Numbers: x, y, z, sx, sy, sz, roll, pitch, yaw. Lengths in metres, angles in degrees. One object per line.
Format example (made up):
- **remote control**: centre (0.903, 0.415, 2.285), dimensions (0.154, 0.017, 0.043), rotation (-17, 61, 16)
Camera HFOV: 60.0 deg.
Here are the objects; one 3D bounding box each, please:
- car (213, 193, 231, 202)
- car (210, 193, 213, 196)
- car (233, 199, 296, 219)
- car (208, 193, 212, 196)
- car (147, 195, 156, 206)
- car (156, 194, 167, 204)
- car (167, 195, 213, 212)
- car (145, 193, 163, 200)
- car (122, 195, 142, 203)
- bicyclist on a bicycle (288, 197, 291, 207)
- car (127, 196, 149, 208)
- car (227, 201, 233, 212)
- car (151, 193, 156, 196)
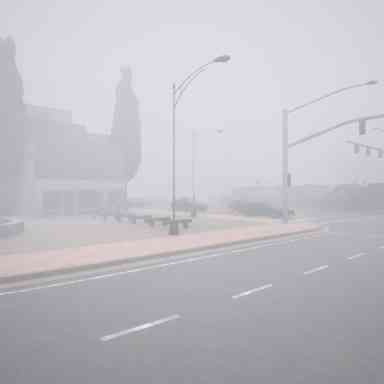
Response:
- **car**: centre (6.873, 1.395, 69.050), dimensions (3.806, 1.475, 1.970), rotation (0, 0, -42)
- **car**: centre (4.955, 1.156, 71.218), dimensions (3.866, 1.878, 1.905), rotation (0, 0, -42)
- **car**: centre (6.587, 1.547, 29.871), dimensions (2.033, 1.411, 5.357), rotation (0, 0, -39)
- **car**: centre (-0.097, 1.351, 43.254), dimensions (2.097, 1.767, 4.553), rotation (0, 0, -40)
- **car**: centre (-8.292, 1.601, 52.967), dimensions (1.895, 1.301, 4.718), rotation (0, 0, -40)
- **car**: centre (-6.065, 1.564, 61.442), dimensions (1.994, 1.385, 4.181), rotation (0, 0, -40)
- **car**: centre (-0.321, 1.478, 38.101), dimensions (1.882, 1.535, 5.008), rotation (0, 0, -40)
- **car**: centre (-10.018, 1.153, 88.037), dimensions (4.605, 1.855, 1.932), rotation (0, 0, -42)
- **car**: centre (-12.514, 1.478, 68.999), dimensions (1.882, 1.535, 5.008), rotation (0, 0, -40)
- **bicyclist on a bicycle**: centre (12.890, 1.261, 44.827), dimensions (1.656, 1.620, 0.582), rotation (-7, 4, -40)
- **car**: centre (-8.678, 1.601, 47.985), dimensions (1.895, 1.301, 4.718), rotation (0, 0, -40)
- **car**: centre (5.977, 1.491, 36.072), dimensions (2.128, 1.511, 4.902), rotation (0, 0, -40)
- **car**: centre (-9.146, 1.491, 59.660), dimensions (2.128, 1.511, 4.902), rotation (0, 0, -40)
